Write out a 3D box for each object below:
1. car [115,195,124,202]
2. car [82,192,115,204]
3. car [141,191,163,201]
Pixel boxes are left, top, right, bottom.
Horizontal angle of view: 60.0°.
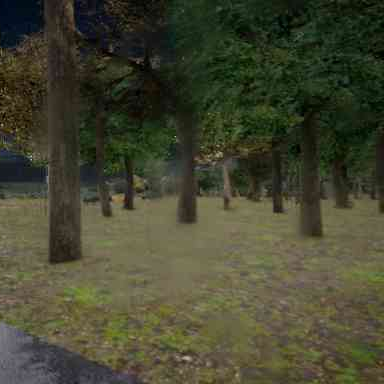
[{"bbox_3d":[-15.572,1.333,68.644,1.882,1.535,5.008,-3,-1,35],"label":"car"},{"bbox_3d":[-17.192,1.085,60.141,2.150,2.045,5.566,-3,-1,35],"label":"car"},{"bbox_3d":[-8.683,0.835,72.501,2.150,2.045,5.566,-3,-1,35],"label":"car"}]
